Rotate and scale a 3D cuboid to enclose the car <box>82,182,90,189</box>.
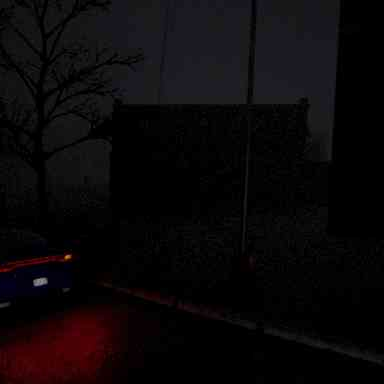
[{"bbox_3d":[-24.802,-1.312,70.727,4.674,1.452,2.002,3,3,20],"label":"car"}]

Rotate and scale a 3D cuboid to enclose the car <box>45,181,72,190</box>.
[{"bbox_3d":[-26.679,-1.343,65.535,4.553,1.767,2.185,3,2,20],"label":"car"}]

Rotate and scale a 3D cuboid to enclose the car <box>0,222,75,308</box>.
[{"bbox_3d":[-4.637,1.424,7.483,5.008,1.535,1.882,1,0,39],"label":"car"}]

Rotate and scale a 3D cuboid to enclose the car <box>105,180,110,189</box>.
[{"bbox_3d":[-20.997,-1.894,81.072,5.566,2.045,2.435,3,3,20],"label":"car"}]

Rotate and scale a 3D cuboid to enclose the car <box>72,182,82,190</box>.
[{"bbox_3d":[-25.762,-1.284,68.144,5.008,1.535,2.097,3,2,20],"label":"car"}]

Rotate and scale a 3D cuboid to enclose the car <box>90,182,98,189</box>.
[{"bbox_3d":[-23.813,-1.544,73.296,4.553,1.767,2.185,3,3,20],"label":"car"}]

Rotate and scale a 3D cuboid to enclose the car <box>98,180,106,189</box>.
[{"bbox_3d":[-22.897,-1.491,75.905,4.892,1.521,2.231,3,3,20],"label":"car"}]
